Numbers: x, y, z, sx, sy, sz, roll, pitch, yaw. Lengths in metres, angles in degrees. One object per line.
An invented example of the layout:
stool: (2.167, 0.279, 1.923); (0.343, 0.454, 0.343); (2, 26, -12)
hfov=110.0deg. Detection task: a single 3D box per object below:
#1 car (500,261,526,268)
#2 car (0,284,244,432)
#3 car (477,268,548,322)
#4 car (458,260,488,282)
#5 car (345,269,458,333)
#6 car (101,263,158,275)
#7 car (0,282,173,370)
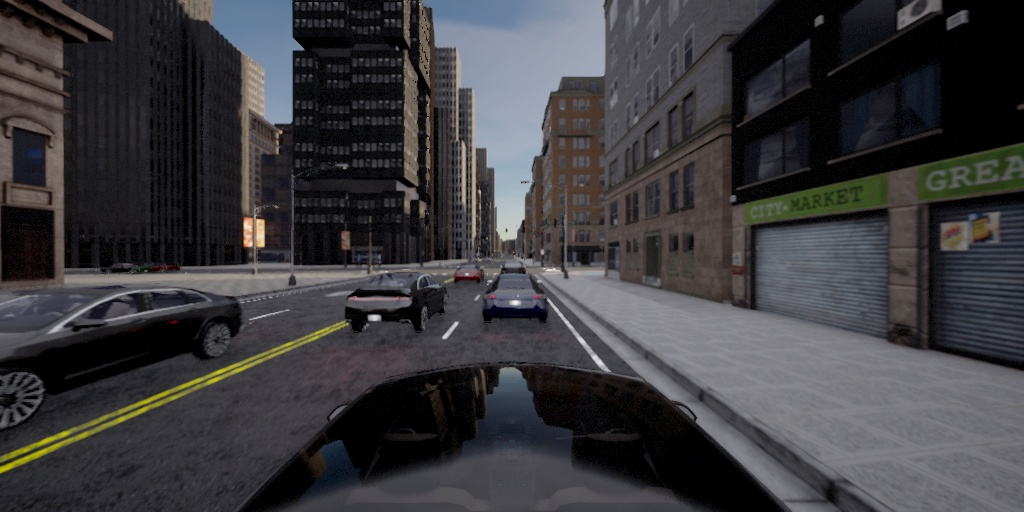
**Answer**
car: (0.094, 1.152, 27.703); (1.882, 1.535, 5.008); (0, 0, 0)
car: (-6.601, 1.230, 5.544); (2.128, 1.511, 4.902); (0, 0, 0)
car: (0.096, 1.283, 12.133); (1.994, 1.385, 4.181); (0, 0, 0)
car: (-3.156, 1.240, 27.126); (1.994, 1.385, 4.181); (0, 0, 0)
car: (-3.157, 1.215, 10.715); (2.128, 1.511, 4.902); (0, 0, 1)
car: (-46.516, 1.584, 43.422); (4.718, 1.301, 1.895); (-1, 0, 1)
car: (-9.852, 1.335, 7.058); (1.895, 1.301, 4.718); (0, 0, 0)
